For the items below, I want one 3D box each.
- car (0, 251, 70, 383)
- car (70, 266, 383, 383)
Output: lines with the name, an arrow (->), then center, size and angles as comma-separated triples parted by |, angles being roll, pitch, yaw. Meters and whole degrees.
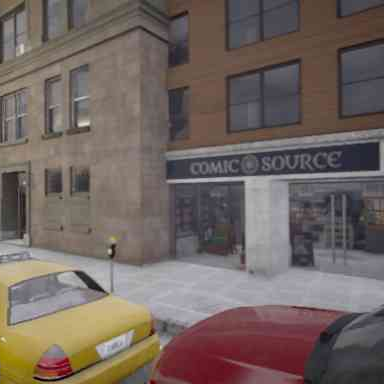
car -> -2.665, 1.536, 4.755 | 4.829, 1.417, 1.752 | 0, -1, 35
car -> 1.940, 1.313, 1.476 | 5.009, 1.841, 2.192 | 0, -1, 35
